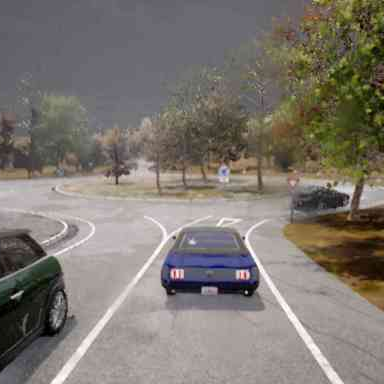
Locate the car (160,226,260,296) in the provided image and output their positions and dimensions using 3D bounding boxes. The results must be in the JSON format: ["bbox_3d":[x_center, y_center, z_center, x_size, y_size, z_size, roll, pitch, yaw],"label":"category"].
[{"bbox_3d":[0.423,1.506,8.410,1.895,1.301,4.718,0,1,2],"label":"car"}]

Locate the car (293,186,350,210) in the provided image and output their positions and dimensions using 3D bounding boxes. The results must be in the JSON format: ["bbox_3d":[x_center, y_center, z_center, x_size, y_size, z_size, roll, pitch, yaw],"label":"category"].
[{"bbox_3d":[9.547,0.359,24.382,4.892,1.490,1.837,-5,7,-32],"label":"car"}]

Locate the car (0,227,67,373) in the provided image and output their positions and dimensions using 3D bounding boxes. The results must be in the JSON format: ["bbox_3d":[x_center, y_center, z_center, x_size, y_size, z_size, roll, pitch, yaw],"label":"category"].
[{"bbox_3d":[-3.128,1.313,3.527,2.097,1.767,4.553,0,1,2],"label":"car"}]
